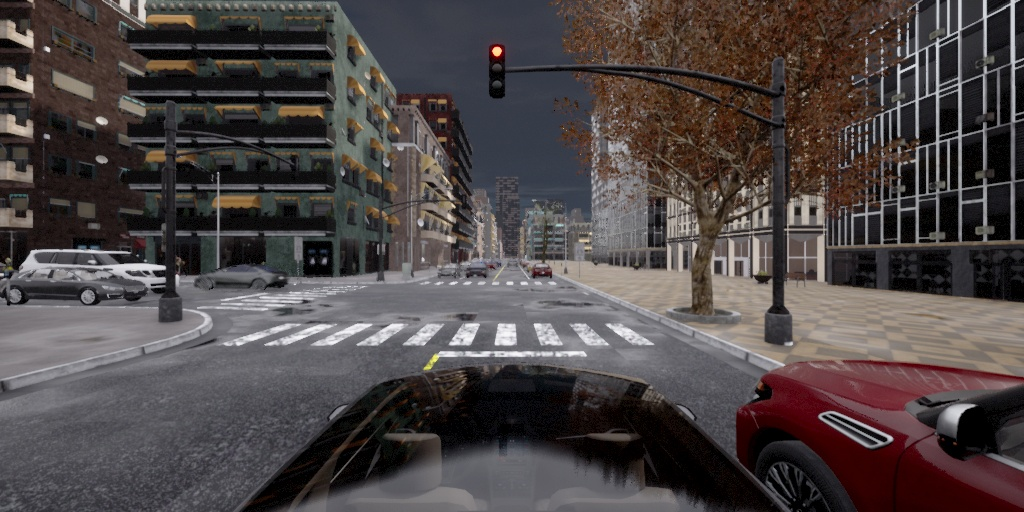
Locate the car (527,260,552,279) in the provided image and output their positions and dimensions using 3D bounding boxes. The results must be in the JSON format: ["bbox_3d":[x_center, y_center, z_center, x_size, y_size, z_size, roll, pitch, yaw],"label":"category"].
[{"bbox_3d":[2.685,1.302,32.977,1.888,1.381,4.507,0,0,0],"label":"car"}]

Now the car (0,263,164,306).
[{"bbox_3d":[-16.437,1.089,13.558,4.403,1.370,2.007,0,0,-1],"label":"car"}]

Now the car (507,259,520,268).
[{"bbox_3d":[0.087,1.279,64.453,2.128,1.511,4.902,0,0,0],"label":"car"}]

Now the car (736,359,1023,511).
[{"bbox_3d":[2.692,1.065,0.590,2.192,1.841,5.009,0,0,0],"label":"car"}]

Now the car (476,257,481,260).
[{"bbox_3d":[-5.700,1.216,55.106,1.967,1.591,4.097,0,0,0],"label":"car"}]

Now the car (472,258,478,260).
[{"bbox_3d":[-5.698,1.316,44.041,2.007,1.370,4.403,0,0,0],"label":"car"}]

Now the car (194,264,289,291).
[{"bbox_3d":[-14.523,1.133,19.429,4.181,1.385,1.994,1,0,-2],"label":"car"}]

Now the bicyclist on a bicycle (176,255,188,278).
[{"bbox_3d":[-23.173,0.757,24.817,0.582,1.620,1.656,1,0,-1],"label":"bicyclist on a bicycle"}]

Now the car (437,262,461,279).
[{"bbox_3d":[-5.696,1.307,32.976,2.007,1.370,4.403,0,0,0],"label":"car"}]

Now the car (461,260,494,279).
[{"bbox_3d":[-3.108,1.304,33.042,2.033,1.411,5.357,0,0,0],"label":"car"}]

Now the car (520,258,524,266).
[{"bbox_3d":[2.679,1.365,60.640,1.802,1.307,4.207,0,0,0],"label":"car"}]

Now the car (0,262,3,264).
[{"bbox_3d":[-33.192,0.866,21.765,4.403,1.370,2.007,0,0,-1],"label":"car"}]

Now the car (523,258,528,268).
[{"bbox_3d":[2.682,1.290,44.213,1.751,1.417,4.829,0,0,0],"label":"car"}]

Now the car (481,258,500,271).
[{"bbox_3d":[-3.107,1.371,49.520,1.895,1.301,4.718,0,0,0],"label":"car"}]

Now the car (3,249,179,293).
[{"bbox_3d":[-18.430,0.736,16.126,5.566,2.045,2.150,1,0,-1],"label":"car"}]
